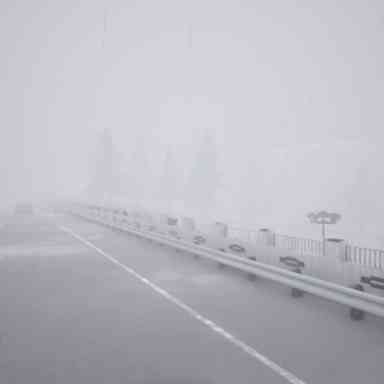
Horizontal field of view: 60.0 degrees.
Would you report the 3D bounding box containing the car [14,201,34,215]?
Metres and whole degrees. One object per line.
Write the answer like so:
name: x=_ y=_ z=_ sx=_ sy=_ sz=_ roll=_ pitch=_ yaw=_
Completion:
car: x=-19.665 y=1.811 z=38.969 sx=1.882 sy=1.535 sz=5.008 roll=0 pitch=-1 yaw=-29
